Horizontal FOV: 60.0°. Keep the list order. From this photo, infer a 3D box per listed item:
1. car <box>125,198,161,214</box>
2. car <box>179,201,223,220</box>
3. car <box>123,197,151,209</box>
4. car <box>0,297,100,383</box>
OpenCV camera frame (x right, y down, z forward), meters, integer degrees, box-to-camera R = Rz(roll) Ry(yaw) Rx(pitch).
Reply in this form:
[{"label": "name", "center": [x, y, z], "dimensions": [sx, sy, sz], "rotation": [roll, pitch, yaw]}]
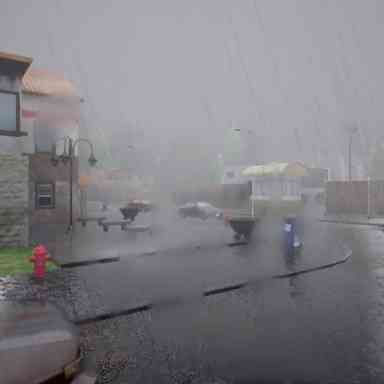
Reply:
[{"label": "car", "center": [-5.168, 1.478, 36.152], "dimensions": [1.882, 1.535, 5.008], "rotation": [0, 0, -35]}, {"label": "car", "center": [0.639, 1.526, 27.975], "dimensions": [1.812, 1.442, 4.674], "rotation": [0, 0, -36]}, {"label": "car", "center": [-7.727, 1.526, 46.754], "dimensions": [1.812, 1.442, 4.674], "rotation": [0, 0, -39]}, {"label": "car", "center": [-3.419, 1.547, 2.118], "dimensions": [5.357, 1.411, 2.033], "rotation": [0, 0, -35]}]
